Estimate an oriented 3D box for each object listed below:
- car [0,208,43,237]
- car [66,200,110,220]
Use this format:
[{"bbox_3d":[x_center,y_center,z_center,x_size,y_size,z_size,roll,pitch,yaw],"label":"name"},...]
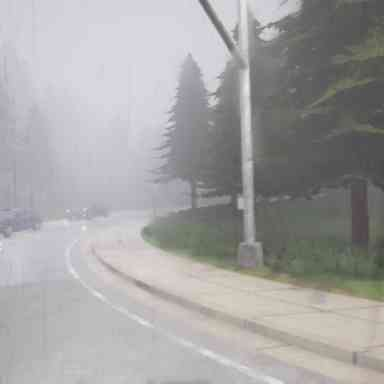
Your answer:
[{"bbox_3d":[-11.127,1.775,20.431,1.882,1.535,5.008,-2,0,3],"label":"car"},{"bbox_3d":[-9.436,1.553,30.438,2.097,1.767,4.553,-2,0,15],"label":"car"}]
